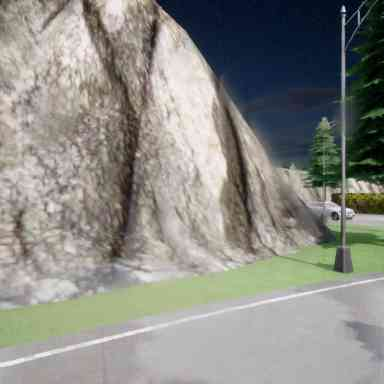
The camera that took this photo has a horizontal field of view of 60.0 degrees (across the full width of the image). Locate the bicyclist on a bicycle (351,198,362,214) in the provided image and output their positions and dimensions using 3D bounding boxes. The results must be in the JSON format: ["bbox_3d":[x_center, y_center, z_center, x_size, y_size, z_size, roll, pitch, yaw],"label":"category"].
[{"bbox_3d":[16.488,1.453,33.370,1.656,1.620,0.582,0,0,-28],"label":"bicyclist on a bicycle"}]

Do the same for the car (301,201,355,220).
[{"bbox_3d":[11.314,1.526,27.989,1.812,1.442,4.674,0,0,-28],"label":"car"}]
